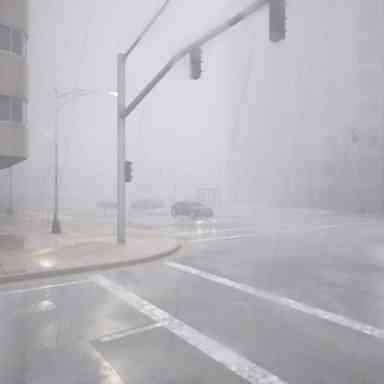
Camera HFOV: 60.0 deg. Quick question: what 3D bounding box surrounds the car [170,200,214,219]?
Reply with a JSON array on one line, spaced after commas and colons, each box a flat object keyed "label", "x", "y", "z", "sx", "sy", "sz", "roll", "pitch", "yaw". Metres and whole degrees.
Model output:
[{"label": "car", "x": -0.094, "y": 1.513, "z": 29.184, "sx": 1.837, "sy": 1.490, "sz": 4.892, "roll": 0, "pitch": 0, "yaw": -36}]

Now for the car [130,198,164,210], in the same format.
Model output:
[{"label": "car", "x": -6.271, "y": 1.558, "z": 43.914, "sx": 2.033, "sy": 1.411, "sz": 5.357, "roll": 0, "pitch": 0, "yaw": -36}]

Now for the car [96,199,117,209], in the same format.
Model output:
[{"label": "car", "x": -11.121, "y": 1.610, "z": 44.396, "sx": 1.895, "sy": 1.301, "sz": 4.718, "roll": 0, "pitch": 0, "yaw": -36}]
